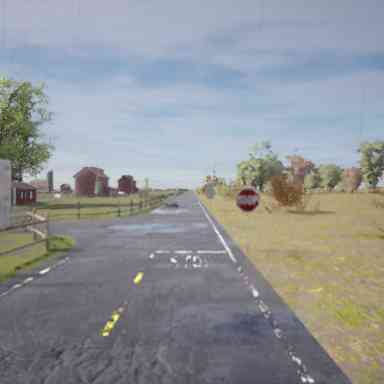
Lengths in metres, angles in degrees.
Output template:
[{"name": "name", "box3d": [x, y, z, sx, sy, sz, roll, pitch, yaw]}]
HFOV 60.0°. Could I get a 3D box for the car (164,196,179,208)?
[{"name": "car", "box3d": [-2.740, 1.353, 44.712, 1.837, 1.490, 4.892, 0, 1, 0]}]
